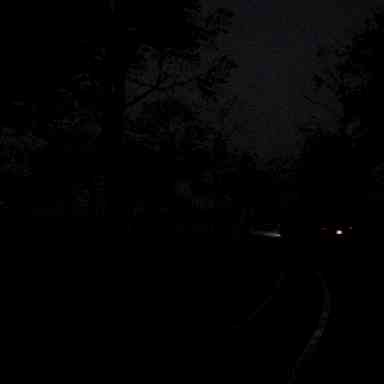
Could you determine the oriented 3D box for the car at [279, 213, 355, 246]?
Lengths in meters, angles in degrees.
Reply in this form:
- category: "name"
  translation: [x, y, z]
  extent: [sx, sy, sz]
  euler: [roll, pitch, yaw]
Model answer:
- category: "car"
  translation: [5.952, 1.737, 16.314]
  extent: [1.994, 1.385, 4.181]
  euler: [0, -1, -11]
